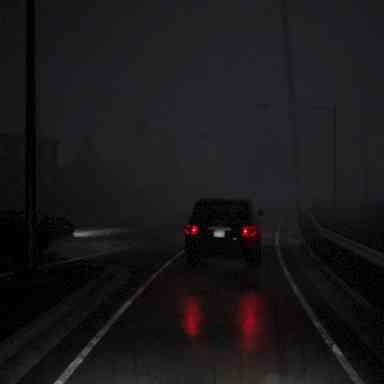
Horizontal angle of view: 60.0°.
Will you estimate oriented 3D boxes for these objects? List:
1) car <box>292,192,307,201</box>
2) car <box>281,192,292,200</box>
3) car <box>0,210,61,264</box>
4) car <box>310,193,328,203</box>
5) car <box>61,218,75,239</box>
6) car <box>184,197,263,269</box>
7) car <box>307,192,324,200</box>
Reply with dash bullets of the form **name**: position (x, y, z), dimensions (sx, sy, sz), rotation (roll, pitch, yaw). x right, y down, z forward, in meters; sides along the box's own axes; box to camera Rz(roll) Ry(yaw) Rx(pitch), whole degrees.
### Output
- **car**: position (26.519, 1.339, 81.512), dimensions (1.837, 1.490, 4.892), rotation (0, 0, 30)
- **car**: position (23.690, 1.353, 83.614), dimensions (1.812, 1.442, 4.674), rotation (0, 0, 30)
- **car**: position (-6.767, 1.184, 9.176), dimensions (2.150, 2.045, 5.566), rotation (0, 0, 30)
- **car**: position (24.254, 1.408, 63.281), dimensions (1.812, 1.442, 4.674), rotation (0, 0, 30)
- **car**: position (-7.442, 1.512, 15.032), dimensions (1.994, 1.385, 4.181), rotation (0, 0, 30)
- **car**: position (1.247, 1.194, 11.401), dimensions (2.150, 2.045, 5.566), rotation (0, 0, 12)
- **car**: position (29.748, 1.204, 80.107), dimensions (2.097, 1.767, 4.553), rotation (0, 0, 30)
